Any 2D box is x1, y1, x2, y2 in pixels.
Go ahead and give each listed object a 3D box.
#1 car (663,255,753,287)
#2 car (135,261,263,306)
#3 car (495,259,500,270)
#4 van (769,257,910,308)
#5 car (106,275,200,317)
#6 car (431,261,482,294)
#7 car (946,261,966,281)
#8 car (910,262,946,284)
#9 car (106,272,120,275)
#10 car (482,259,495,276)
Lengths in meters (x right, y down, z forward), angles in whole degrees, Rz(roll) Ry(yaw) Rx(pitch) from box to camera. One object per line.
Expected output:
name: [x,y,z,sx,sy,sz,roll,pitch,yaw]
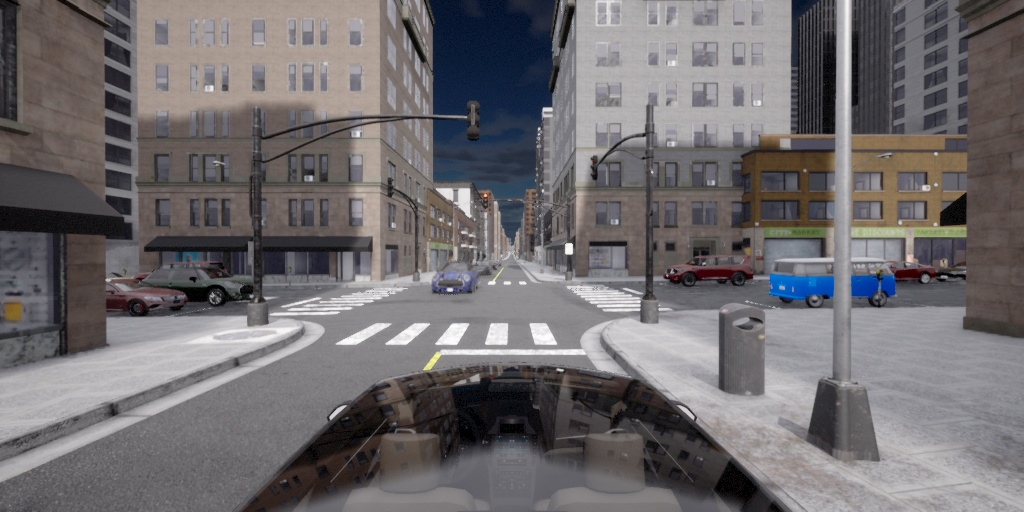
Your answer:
car: [12.112,0.868,22.172,5.009,1.841,2.192,0,0,0]
car: [-13.998,1.266,16.243,4.553,1.767,2.097,-1,0,0]
car: [-3.051,1.271,51.009,1.837,1.490,4.892,0,-1,0]
van: [12.128,0.955,13.647,3.998,1.789,1.690,0,0,0]
car: [-14.809,1.525,13.601,4.207,1.307,1.802,0,0,0]
car: [-3.085,1.097,20.142,2.097,1.767,4.553,0,0,0]
car: [28.939,0.912,22.201,4.313,1.339,1.948,0,0,0]
car: [23.330,0.961,22.191,4.507,1.381,1.888,0,0,0]
car: [-26.003,1.547,22.107,4.829,1.417,1.751,0,0,0]
car: [-3.069,1.256,37.040,1.837,1.490,4.892,0,0,0]
